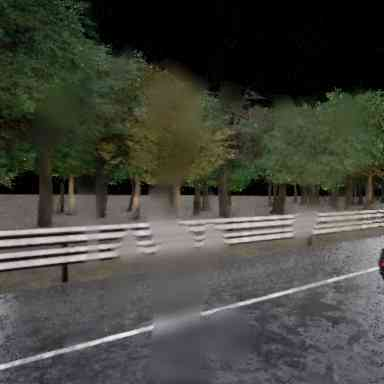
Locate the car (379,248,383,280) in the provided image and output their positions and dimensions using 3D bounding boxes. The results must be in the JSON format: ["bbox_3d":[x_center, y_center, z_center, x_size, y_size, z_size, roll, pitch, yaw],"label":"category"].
[{"bbox_3d":[6.505,1.568,8.411,4.674,1.442,1.812,0,0,-35],"label":"car"}]
